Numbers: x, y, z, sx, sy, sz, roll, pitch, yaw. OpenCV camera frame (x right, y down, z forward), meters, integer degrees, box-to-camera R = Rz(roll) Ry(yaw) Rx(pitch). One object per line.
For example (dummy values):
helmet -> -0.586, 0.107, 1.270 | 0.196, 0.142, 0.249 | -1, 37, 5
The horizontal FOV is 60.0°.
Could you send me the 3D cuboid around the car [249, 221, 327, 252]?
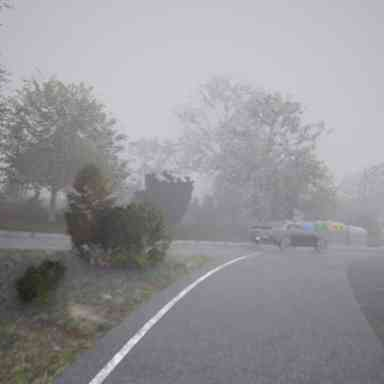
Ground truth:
car -> 5.323, 2.385, 18.033 | 4.902, 1.511, 2.128 | 8, -7, -33
